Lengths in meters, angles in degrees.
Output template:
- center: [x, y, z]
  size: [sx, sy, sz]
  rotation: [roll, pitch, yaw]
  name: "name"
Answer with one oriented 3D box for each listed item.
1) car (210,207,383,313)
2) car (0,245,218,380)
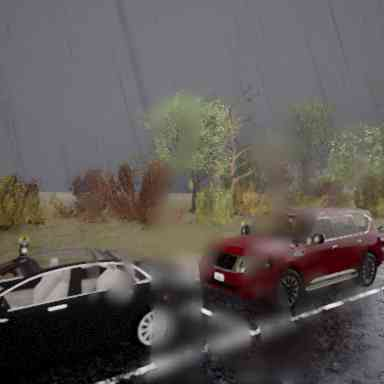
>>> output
- center: [2.580, 1.335, 7.922]
  size: [5.009, 1.841, 2.192]
  rotation: [0, 0, -35]
  name: "car"
- center: [-2.027, 1.554, 4.644]
  size: [4.403, 1.369, 2.008]
  rotation: [0, 0, -35]
  name: "car"
